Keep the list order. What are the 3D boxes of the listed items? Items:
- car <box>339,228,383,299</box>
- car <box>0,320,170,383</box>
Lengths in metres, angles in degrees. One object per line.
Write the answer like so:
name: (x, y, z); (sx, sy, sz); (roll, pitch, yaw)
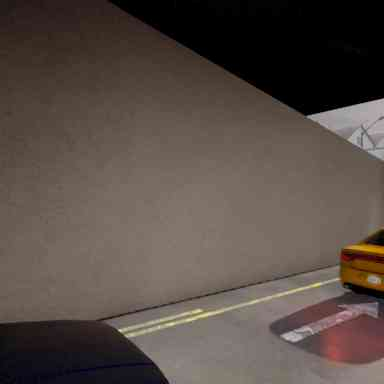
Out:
car: (5.400, 1.478, 7.610); (5.008, 1.535, 1.882); (0, 0, -35)
car: (-2.697, 1.547, 1.861); (5.357, 1.411, 2.033); (0, 0, -35)
